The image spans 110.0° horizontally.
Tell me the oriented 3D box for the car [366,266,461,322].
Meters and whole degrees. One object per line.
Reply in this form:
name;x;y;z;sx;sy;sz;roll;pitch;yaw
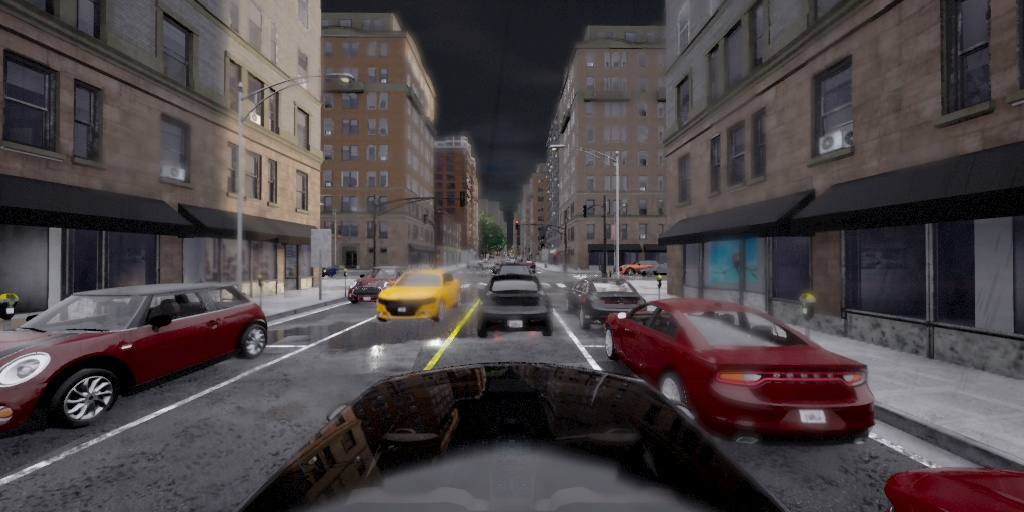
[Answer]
car;-3.004;1.231;12.450;1.882;1.535;5.008;0;0;1

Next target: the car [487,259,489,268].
car;-0.612;1.267;41.625;2.128;1.511;4.902;0;0;20

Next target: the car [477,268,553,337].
car;0.060;1.258;10.334;1.837;1.490;4.892;0;0;-1

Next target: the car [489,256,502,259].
car;-3.148;1.159;60.759;2.097;1.767;4.553;0;0;0

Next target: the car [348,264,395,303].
car;-5.829;1.195;16.413;1.967;1.591;4.097;0;0;0

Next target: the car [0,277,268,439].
car;-5.850;1.190;5.426;1.967;1.591;4.097;0;0;0

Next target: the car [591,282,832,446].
car;2.676;1.296;5.417;1.888;1.381;4.507;0;0;0

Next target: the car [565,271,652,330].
car;2.687;1.303;10.908;2.007;1.370;4.403;0;0;0

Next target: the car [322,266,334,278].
car;-18.010;0.869;29.187;5.566;2.045;2.150;0;0;0

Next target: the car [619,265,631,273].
car;14.039;1.221;39.280;4.553;1.767;2.097;0;0;0

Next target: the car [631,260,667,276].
car;15.203;1.395;36.019;5.357;1.411;2.033;0;0;0

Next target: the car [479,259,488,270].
car;-3.104;1.389;50.787;1.895;1.301;4.718;0;0;0

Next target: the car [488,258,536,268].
car;0.127;1.108;17.748;2.097;1.767;4.553;0;0;0

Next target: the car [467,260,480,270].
car;-5.888;1.345;54.774;2.007;1.370;4.403;0;0;0

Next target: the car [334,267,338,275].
car;-18.397;1.150;32.441;5.008;1.535;1.882;0;0;0
